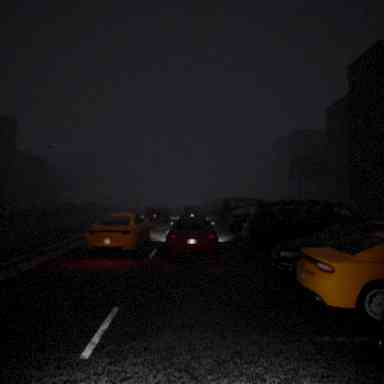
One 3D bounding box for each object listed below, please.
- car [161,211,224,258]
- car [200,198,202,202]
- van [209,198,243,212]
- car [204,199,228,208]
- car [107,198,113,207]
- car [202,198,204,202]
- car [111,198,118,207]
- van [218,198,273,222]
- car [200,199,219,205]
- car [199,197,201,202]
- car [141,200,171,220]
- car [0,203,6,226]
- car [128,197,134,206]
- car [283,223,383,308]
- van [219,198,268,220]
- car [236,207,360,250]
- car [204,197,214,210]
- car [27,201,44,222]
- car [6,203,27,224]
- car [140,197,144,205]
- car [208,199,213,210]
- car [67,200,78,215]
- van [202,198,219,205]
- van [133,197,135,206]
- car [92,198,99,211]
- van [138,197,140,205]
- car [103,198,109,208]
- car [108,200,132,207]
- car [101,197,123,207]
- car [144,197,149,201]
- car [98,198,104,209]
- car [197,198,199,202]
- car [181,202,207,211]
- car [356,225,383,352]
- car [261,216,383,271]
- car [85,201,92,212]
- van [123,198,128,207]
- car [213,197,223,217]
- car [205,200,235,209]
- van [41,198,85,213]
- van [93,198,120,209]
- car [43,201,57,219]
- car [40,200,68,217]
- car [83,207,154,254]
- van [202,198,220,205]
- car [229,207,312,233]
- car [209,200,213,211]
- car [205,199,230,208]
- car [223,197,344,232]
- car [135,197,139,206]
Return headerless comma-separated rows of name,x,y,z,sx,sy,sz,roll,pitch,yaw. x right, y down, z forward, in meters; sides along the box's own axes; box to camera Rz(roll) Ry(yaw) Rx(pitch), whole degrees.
car,0.014,1.695,13.471,1.994,1.385,4.181,0,0,0
car,4.700,2.378,70.514,5.008,1.535,2.097,0,-1,0
van,4.590,1.757,45.512,4.442,1.987,1.878,0,-1,0
car,4.674,2.156,64.963,4.553,1.767,2.185,0,-1,0
car,-15.497,2.143,52.532,4.674,1.452,2.002,0,-1,0
car,4.521,2.019,48.288,5.366,1.575,1.946,0,-1,0
car,-15.503,2.146,55.290,5.008,1.535,2.097,0,-1,0
van,4.591,1.544,28.840,4.442,1.987,1.878,0,-1,0
car,4.697,2.723,89.969,4.892,1.521,2.231,0,-1,0
car,4.699,2.476,76.074,5.008,1.535,2.097,0,-1,0
car,-2.979,1.773,29.256,1.882,1.535,5.008,0,0,0
car,-15.500,1.576,22.209,4.553,1.767,2.185,0,-1,0
car,-15.324,2.375,69.074,5.366,1.575,1.946,0,-1,0
car,4.704,1.547,6.730,5.008,1.535,2.097,0,-1,0
van,4.825,1.577,31.617,4.442,1.987,1.878,0,-1,0
car,4.894,1.622,14.942,5.366,1.575,1.946,0,-1,0
car,4.679,1.693,42.735,5.566,2.045,2.435,0,-1,0
car,-15.467,1.766,27.721,4.892,1.521,2.231,0,-1,0
car,-15.440,1.606,24.967,4.553,1.767,2.185,0,-1,0
car,-15.549,2.378,82.863,5.566,2.045,2.435,0,-1,0
car,4.701,1.909,39.951,4.892,1.521,2.231,0,-1,0
car,-15.474,1.868,35.991,4.892,1.521,2.231,0,-1,0
van,4.821,2.448,87.194,4.442,1.987,1.878,0,-1,0
van,-15.631,2.252,74.591,4.442,1.987,1.878,0,-1,0
car,-15.673,1.978,44.263,5.366,1.575,1.946,0,-1,0
van,-15.402,2.353,80.106,4.442,1.987,1.878,0,-1,0
car,-15.522,2.091,49.776,4.792,1.488,2.163,0,-1,0
car,-15.509,2.468,71.830,4.674,1.452,2.002,0,-1,0
car,-15.528,1.939,58.050,5.566,2.045,2.435,0,-1,0
car,-15.556,2.527,91.137,5.566,2.045,2.435,0,-1,0
car,-15.484,2.021,47.018,4.892,1.521,2.231,0,-1,0
car,4.519,2.523,78.853,5.366,1.575,1.946,0,-1,0
car,0.018,1.850,28.448,1.994,1.385,4.181,0,-1,0
car,4.741,1.394,3.827,4.553,1.767,2.185,0,-1,0
car,4.716,1.573,9.384,4.892,1.521,2.231,0,-1,0
car,-15.483,1.982,41.504,4.674,1.452,2.002,0,-1,0
van,-15.624,2.104,66.319,4.442,1.987,1.878,0,-1,0
car,4.736,1.488,26.060,5.566,2.045,2.435,0,-1,0
car,4.700,2.148,56.623,4.892,1.521,2.231,0,-1,0
van,-15.365,1.680,38.875,4.442,1.987,1.878,0,-1,0
van,-15.618,2.011,60.807,4.442,1.987,1.878,0,-1,0
car,-15.470,1.798,30.479,4.892,1.521,2.231,0,-1,0
car,-15.472,1.833,33.235,4.892,1.521,2.231,0,-1,0
car,-2.978,1.615,14.239,1.882,1.535,5.008,0,0,0
van,4.820,2.399,84.415,4.442,1.987,1.878,0,-1,0
car,4.705,1.721,20.564,4.674,1.452,2.002,0,-1,0
car,4.677,1.901,37.173,4.792,1.488,2.163,0,-1,0
car,4.674,2.110,62.183,4.553,1.767,2.185,0,-1,0
car,4.680,1.402,17.849,5.566,2.045,2.435,0,-1,0
car,-15.522,2.528,77.344,5.008,1.535,2.097,0,-1,0
